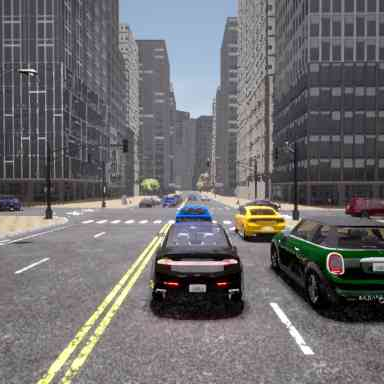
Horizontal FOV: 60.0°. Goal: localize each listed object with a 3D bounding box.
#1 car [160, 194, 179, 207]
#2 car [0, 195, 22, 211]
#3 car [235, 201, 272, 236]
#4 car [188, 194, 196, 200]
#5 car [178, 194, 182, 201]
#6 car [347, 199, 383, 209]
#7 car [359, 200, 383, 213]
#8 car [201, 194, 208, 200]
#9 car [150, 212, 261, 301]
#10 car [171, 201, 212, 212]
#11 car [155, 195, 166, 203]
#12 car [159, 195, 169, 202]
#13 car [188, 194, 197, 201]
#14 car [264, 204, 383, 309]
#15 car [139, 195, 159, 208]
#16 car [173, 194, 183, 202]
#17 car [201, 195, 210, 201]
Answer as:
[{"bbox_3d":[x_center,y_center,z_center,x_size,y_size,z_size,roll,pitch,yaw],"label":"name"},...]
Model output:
[{"bbox_3d":[-3.291,1.491,49.511,1.812,1.442,4.674,0,0,0],"label":"car"},{"bbox_3d":[-21.002,1.128,35.838,4.553,1.767,2.097,0,1,1],"label":"car"},{"bbox_3d":[3.365,1.469,17.201,1.882,1.535,5.008,0,0,0],"label":"car"},{"bbox_3d":[0.090,1.267,90.620,2.128,1.511,4.902,0,0,0],"label":"car"},{"bbox_3d":[-3.268,1.519,58.256,1.994,1.385,4.181,0,0,1],"label":"car"},{"bbox_3d":[16.229,1.519,29.396,5.009,1.841,2.192,1,0,1],"label":"car"},{"bbox_3d":[21.846,1.643,37.677,4.829,1.417,1.752,1,0,1],"label":"car"},{"bbox_3d":[3.340,1.337,90.646,1.895,1.301,4.718,0,0,0],"label":"car"},{"bbox_3d":[0.106,1.488,8.310,2.128,1.511,4.902,0,0,0],"label":"car"},{"bbox_3d":[0.120,1.468,17.815,1.882,1.535,5.008,0,0,1],"label":"car"},{"bbox_3d":[-6.442,1.448,67.990,1.837,1.490,4.892,0,0,0],"label":"car"},{"bbox_3d":[-6.424,1.482,77.969,1.994,1.385,4.181,0,0,0],"label":"car"},{"bbox_3d":[0.080,1.273,80.587,2.097,1.767,4.553,0,0,0],"label":"car"},{"bbox_3d":[3.357,1.348,8.022,2.097,1.767,4.553,0,0,0],"label":"car"},{"bbox_3d":[-6.537,1.513,49.082,2.033,1.411,5.357,0,0,0],"label":"car"},{"bbox_3d":[-3.174,1.286,77.134,2.097,1.767,4.553,0,0,0],"label":"car"},{"bbox_3d":[3.331,1.513,80.644,1.895,1.301,4.718,0,0,0],"label":"car"}]
